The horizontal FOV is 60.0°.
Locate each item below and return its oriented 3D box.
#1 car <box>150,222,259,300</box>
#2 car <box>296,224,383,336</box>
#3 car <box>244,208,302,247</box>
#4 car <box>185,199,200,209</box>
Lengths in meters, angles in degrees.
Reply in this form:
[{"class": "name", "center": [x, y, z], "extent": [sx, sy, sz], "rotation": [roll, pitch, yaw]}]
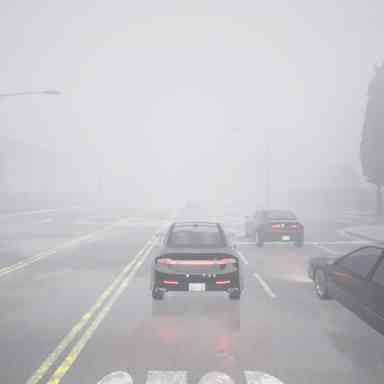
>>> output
[{"class": "car", "center": [0.087, 1.492, 8.397], "extent": [2.128, 1.511, 4.902], "rotation": [0, 0, 0]}, {"class": "car", "center": [3.591, 1.547, 5.349], "extent": [2.033, 1.411, 5.357], "rotation": [0, 0, 0]}, {"class": "car", "center": [3.575, 1.505, 15.095], "extent": [1.837, 1.490, 4.892], "rotation": [0, 0, 0]}, {"class": "car", "center": [0.027, 1.601, 44.149], "extent": [1.895, 1.301, 4.718], "rotation": [0, 0, 0]}]
